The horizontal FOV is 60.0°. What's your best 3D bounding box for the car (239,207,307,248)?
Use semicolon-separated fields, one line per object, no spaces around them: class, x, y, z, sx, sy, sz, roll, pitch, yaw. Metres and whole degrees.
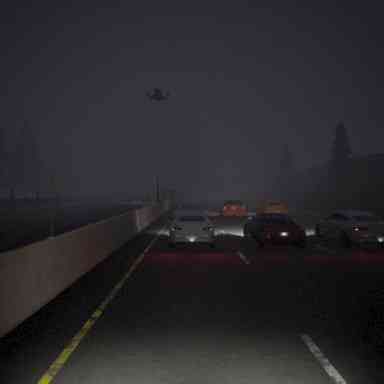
car;3.500;1.573;14.650;1.994;1.385;4.181;0;0;0

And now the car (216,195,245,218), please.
car;3.500;1.366;29.620;2.097;1.767;4.553;0;0;0

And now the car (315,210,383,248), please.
car;7.000;1.533;14.650;1.812;1.442;4.674;0;0;0

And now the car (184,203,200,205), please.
car;0.000;1.617;29.680;1.895;1.301;4.718;0;0;0

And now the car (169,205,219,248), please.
car;0.000;1.533;14.650;1.812;1.442;4.674;0;0;0

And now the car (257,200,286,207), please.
car;7.000;1.485;29.650;1.882;1.535;5.008;0;0;0
